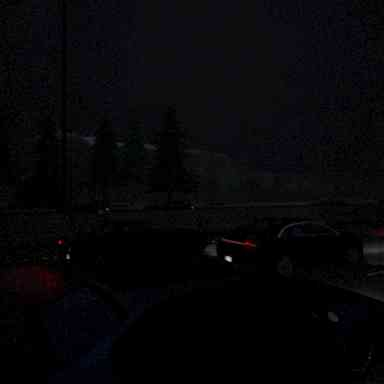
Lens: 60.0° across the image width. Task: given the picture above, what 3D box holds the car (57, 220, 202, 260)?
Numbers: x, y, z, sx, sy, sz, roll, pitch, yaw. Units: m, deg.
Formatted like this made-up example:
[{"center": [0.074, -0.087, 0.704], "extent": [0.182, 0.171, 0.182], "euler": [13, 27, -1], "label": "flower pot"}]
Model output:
[{"center": [-1.753, 1.580, 10.872], "extent": [4.718, 1.301, 1.895], "euler": [0, 0, -33], "label": "car"}]

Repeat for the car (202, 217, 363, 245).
[{"center": [2.980, 1.479, 9.698], "extent": [4.902, 1.511, 2.128], "euler": [0, 0, -32], "label": "car"}]

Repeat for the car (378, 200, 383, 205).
[{"center": [29.624, 1.469, 48.688], "extent": [4.892, 1.490, 1.837], "euler": [0, 0, -19], "label": "car"}]

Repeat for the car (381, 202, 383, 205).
[{"center": [13.852, 1.465, 19.668], "extent": [5.008, 1.535, 1.882], "euler": [0, 0, -26], "label": "car"}]

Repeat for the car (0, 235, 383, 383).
[{"center": [0.136, 1.541, 3.754], "extent": [5.357, 1.411, 2.033], "euler": [0, 0, -34], "label": "car"}]

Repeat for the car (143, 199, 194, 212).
[{"center": [-2.205, 1.451, 31.223], "extent": [4.892, 1.490, 1.837], "euler": [0, 0, -29], "label": "car"}]

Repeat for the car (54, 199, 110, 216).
[{"center": [-10.056, 1.427, 30.649], "extent": [4.902, 1.511, 2.128], "euler": [0, 0, -32], "label": "car"}]

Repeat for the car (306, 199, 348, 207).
[{"center": [14.404, 1.455, 35.502], "extent": [4.902, 1.511, 2.128], "euler": [0, 0, -23], "label": "car"}]
